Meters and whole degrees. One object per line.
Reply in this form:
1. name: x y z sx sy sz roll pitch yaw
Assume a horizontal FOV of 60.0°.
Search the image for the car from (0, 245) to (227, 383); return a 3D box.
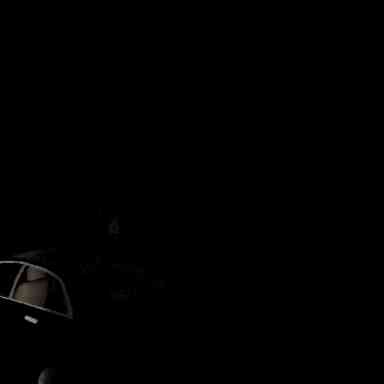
1. car: -1.876 1.487 4.580 4.892 1.521 2.231 0 0 35
